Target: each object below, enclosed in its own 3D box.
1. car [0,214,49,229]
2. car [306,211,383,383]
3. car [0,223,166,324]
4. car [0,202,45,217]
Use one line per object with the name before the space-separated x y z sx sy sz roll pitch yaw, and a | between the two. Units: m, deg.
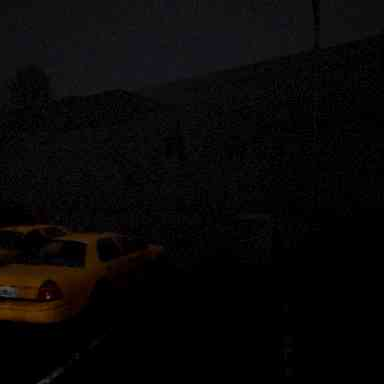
car | -4.695 1.573 8.929 1.946 1.575 5.366 0 -1 16
car | 2.681 1.236 3.919 2.435 2.045 5.566 -1 -1 15
car | -2.160 1.547 7.548 1.946 1.575 5.366 -1 -1 15
car | -7.094 1.365 10.827 2.435 2.045 5.566 0 -1 15
